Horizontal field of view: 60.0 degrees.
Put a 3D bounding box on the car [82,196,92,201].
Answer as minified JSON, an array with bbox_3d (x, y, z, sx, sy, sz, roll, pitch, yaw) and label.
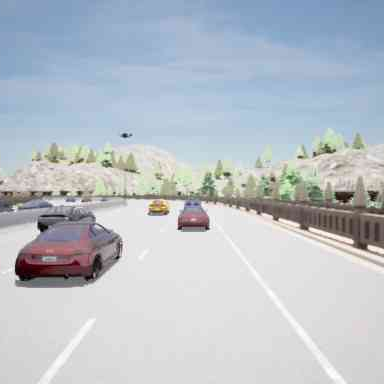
[{"bbox_3d":[-24.714,1.628,78.145,2.097,1.767,4.553,0,0,-21],"label":"car"}]

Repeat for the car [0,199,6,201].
[{"bbox_3d":[-21.113,1.530,35.591,1.882,1.535,5.008,0,0,0],"label":"car"}]

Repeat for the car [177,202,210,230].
[{"bbox_3d":[0.096,1.584,21.499,1.994,1.385,4.181,0,0,0],"label":"car"}]

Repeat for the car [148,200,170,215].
[{"bbox_3d":[-3.406,1.528,34.922,1.882,1.535,5.008,0,0,0],"label":"car"}]

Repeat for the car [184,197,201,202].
[{"bbox_3d":[0.053,1.424,42.170,2.097,1.767,4.553,0,0,-1],"label":"car"}]

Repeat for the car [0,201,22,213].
[{"bbox_3d":[-14.100,1.587,23.202,1.994,1.385,4.181,0,0,0],"label":"car"}]

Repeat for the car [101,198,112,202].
[{"bbox_3d":[-16.390,1.768,63.808,1.895,1.301,4.718,0,0,-12],"label":"car"}]

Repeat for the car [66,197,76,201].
[{"bbox_3d":[-27.693,1.808,76.179,1.994,1.385,4.181,0,0,-21],"label":"car"}]

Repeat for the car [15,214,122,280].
[{"bbox_3d":[-3.401,1.569,9.943,1.994,1.385,4.181,0,0,0],"label":"car"}]

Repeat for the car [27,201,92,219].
[{"bbox_3d":[-6.904,1.506,18.740,2.128,1.511,4.902,0,0,0],"label":"car"}]

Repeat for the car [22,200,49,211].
[{"bbox_3d":[-17.607,1.606,37.736,2.033,1.411,5.357,0,0,0],"label":"car"}]
